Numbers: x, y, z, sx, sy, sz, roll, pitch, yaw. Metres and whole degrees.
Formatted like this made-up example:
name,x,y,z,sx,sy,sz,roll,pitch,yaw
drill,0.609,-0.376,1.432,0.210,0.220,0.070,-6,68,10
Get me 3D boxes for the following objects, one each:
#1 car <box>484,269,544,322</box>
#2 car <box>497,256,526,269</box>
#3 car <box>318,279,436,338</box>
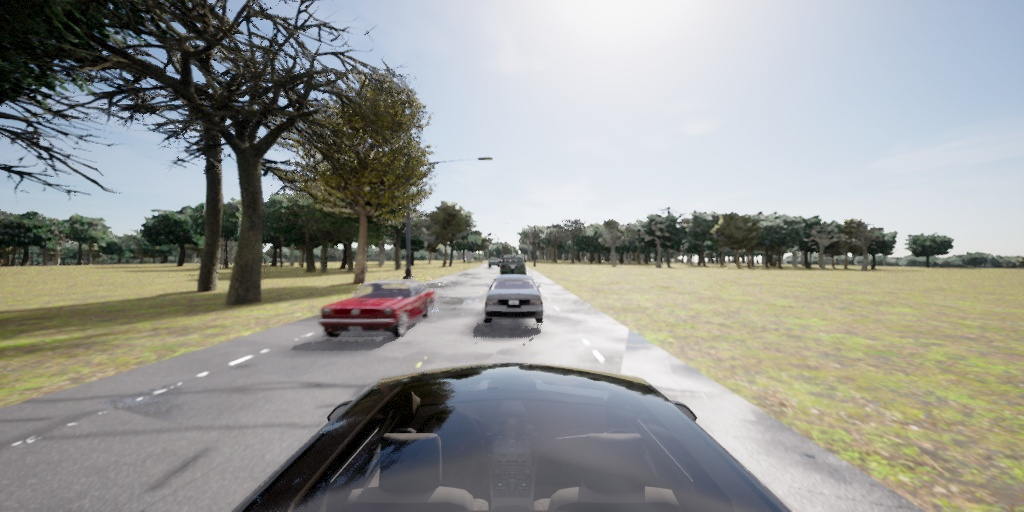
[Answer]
name,x,y,z,sx,sy,sz,roll,pitch,yaw
car,0.067,1.338,12.443,2.033,1.411,5.357,0,0,0
car,0.071,1.002,31.489,2.150,2.045,5.566,-1,0,0
car,-3.614,1.387,10.502,1.895,1.301,4.718,0,0,0
